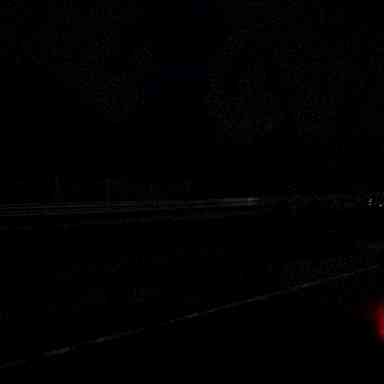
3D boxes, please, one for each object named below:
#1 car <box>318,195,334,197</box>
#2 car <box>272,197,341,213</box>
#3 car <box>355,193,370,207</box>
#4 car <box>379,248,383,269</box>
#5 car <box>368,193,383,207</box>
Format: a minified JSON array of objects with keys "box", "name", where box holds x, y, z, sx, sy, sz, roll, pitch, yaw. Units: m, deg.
[{"box":[15.700,1.156,39.424,5.008,1.535,1.882,-1,1,-37],"name":"car"},{"box":[7.362,1.358,21.926,5.008,1.535,1.882,-1,0,-35],"name":"car"},{"box":[21.646,0.943,39.964,4.553,1.767,2.097,-1,1,-34],"name":"car"},{"box":[6.884,1.557,8.577,4.718,1.301,1.895,-1,0,-35],"name":"car"},{"box":[21.540,1.123,35.779,4.902,1.511,2.128,-1,1,-34],"name":"car"}]
